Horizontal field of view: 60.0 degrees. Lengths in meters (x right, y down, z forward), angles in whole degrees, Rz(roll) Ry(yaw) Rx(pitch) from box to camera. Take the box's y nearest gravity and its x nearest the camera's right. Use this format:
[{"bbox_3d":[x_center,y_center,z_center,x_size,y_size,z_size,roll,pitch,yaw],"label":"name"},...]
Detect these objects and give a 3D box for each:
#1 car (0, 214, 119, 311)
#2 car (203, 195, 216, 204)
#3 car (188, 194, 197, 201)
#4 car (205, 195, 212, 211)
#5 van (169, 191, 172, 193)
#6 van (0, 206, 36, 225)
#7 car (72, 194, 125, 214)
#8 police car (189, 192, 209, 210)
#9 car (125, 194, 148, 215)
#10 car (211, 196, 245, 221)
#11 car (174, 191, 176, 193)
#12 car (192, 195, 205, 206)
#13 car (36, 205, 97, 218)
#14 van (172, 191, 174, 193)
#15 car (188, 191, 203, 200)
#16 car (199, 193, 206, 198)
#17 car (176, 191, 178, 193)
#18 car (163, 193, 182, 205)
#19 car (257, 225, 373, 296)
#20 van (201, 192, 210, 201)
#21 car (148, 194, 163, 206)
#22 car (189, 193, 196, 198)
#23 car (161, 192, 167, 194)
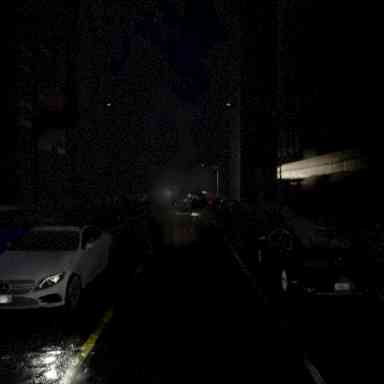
[{"bbox_3d":[-3.093,1.474,7.782,1.812,1.442,4.674,0,0,0],"label":"car"},{"bbox_3d":[2.806,1.213,53.444,1.887,1.381,4.507,0,0,0],"label":"car"},{"bbox_3d":[0.062,1.139,72.056,1.895,1.301,4.718,0,0,0],"label":"car"},{"bbox_3d":[2.792,1.337,36.523,1.947,1.339,4.313,0,0,0],"label":"car"},{"bbox_3d":[-5.706,0.906,70.367,1.690,1.788,3.998,0,0,0],"label":"van"},{"bbox_3d":[-5.758,1.287,8.320,1.690,1.788,3.998,0,0,0],"label":"van"},{"bbox_3d":[-5.749,1.190,19.601,2.192,1.841,5.009,0,0,0],"label":"car"},{"bbox_3d":[0.877,1.182,39.009,1.930,1.638,5.238,0,0,-1],"label":"police car"},{"bbox_3d":[-5.739,1.121,30.882,2.192,1.841,5.009,0,0,0],"label":"car"},{"bbox_3d":[2.781,1.280,25.241,1.967,1.590,4.097,0,0,0],"label":"car"},{"bbox_3d":[-5.696,0.936,81.649,1.967,1.590,4.097,0,0,0],"label":"car"},{"bbox_3d":[0.943,1.222,48.909,1.812,1.442,4.674,0,0,0],"label":"car"},{"bbox_3d":[-5.753,1.461,13.962,2.008,1.369,4.403,0,0,0],"label":"car"},{"bbox_3d":[-5.701,0.872,76.008,1.690,1.788,3.998,0,0,0],"label":"van"},{"bbox_3d":[0.748,0.881,54.915,2.150,2.045,5.566,0,0,-1],"label":"car"},{"bbox_3d":[2.840,1.009,92.928,1.802,1.307,4.206,0,0,0],"label":"car"},{"bbox_3d":[-5.692,0.777,87.290,2.192,1.841,5.009,0,0,0],"label":"car"},{"bbox_3d":[-3.033,1.251,50.536,1.994,1.385,4.181,0,0,0],"label":"car"},{"bbox_3d":[2.768,1.496,8.321,2.008,1.369,4.403,0,0,0],"label":"car"},{"bbox_3d":[2.819,0.906,70.365,1.690,1.788,3.998,0,0,0],"label":"van"},{"bbox_3d":[-5.724,1.269,47.806,1.947,1.339,4.313,0,0,0],"label":"car"},{"bbox_3d":[0.075,0.966,87.415,1.895,1.301,4.718,0,0,0],"label":"car"},{"bbox_3d":[-5.715,1.185,59.087,2.008,1.369,4.403,0,0,0],"label":"car"}]
